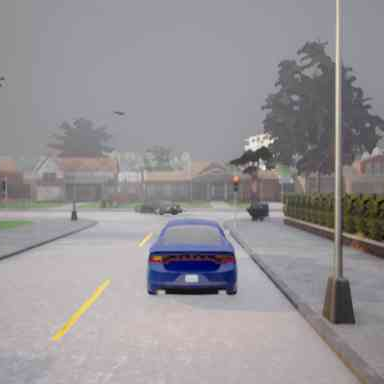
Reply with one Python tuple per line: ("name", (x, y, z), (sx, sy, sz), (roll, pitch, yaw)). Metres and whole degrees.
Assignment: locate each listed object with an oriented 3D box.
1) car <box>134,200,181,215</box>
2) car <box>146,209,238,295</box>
("car", (-3.113, 1.386, 30.062), (2.033, 1.411, 5.357), (0, 0, -41))
("car", (0.014, 1.431, 8.622), (1.882, 1.535, 5.008), (0, 0, 0))
